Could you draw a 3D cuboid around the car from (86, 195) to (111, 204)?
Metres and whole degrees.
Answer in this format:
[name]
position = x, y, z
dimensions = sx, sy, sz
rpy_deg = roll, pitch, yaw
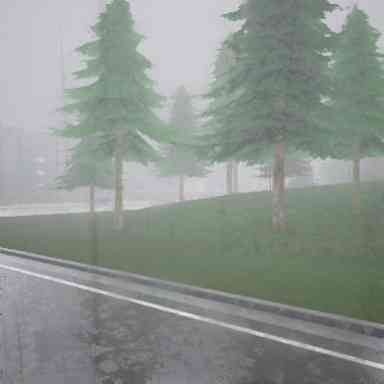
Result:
[car]
position = -17.446, 1.343, 61.919
dimensions = 2.097, 1.767, 4.553
rpy_deg = 0, 0, 36
